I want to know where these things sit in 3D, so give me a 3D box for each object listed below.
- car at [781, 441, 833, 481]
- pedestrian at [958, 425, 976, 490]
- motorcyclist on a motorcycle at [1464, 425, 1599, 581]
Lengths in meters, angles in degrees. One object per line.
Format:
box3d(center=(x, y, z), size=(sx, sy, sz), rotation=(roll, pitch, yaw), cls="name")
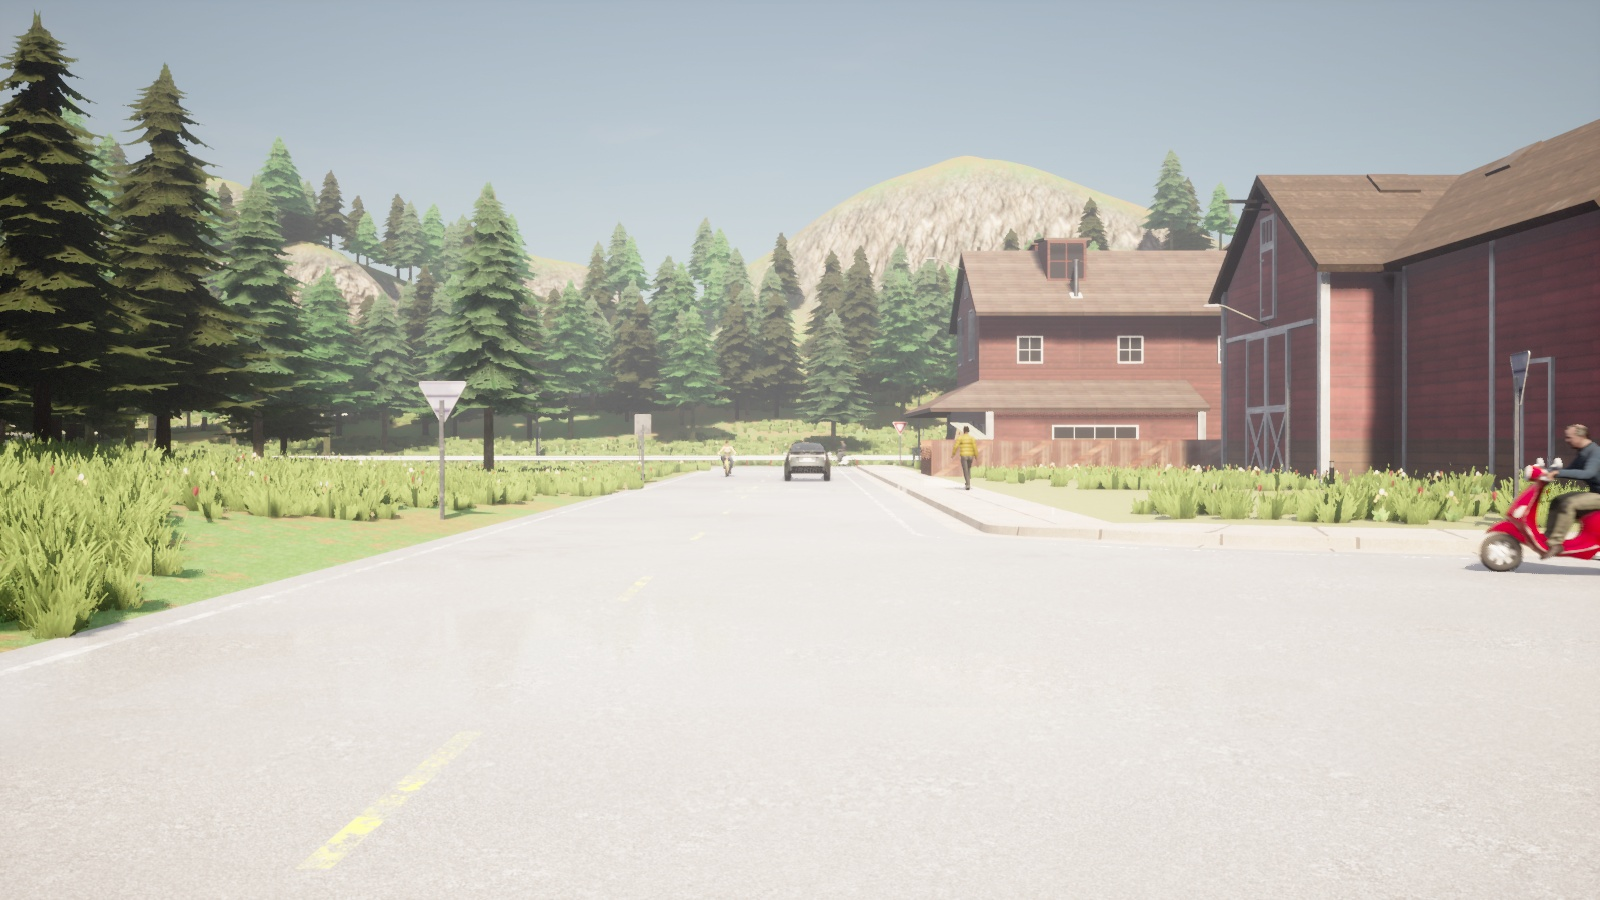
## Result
box3d(center=(0.297, 0.406, 50.910), size=(2.007, 1.525, 4.514), rotation=(0, 0, 0), cls="car")
box3d(center=(4.728, 0.205, 35.529), size=(0.431, 1.840, 0.709), rotation=(0, 0, 2), cls="pedestrian")
box3d(center=(8.113, 0.539, 13.245), size=(1.817, 1.590, 0.866), rotation=(0, 0, 17), cls="motorcyclist on a motorcycle")
